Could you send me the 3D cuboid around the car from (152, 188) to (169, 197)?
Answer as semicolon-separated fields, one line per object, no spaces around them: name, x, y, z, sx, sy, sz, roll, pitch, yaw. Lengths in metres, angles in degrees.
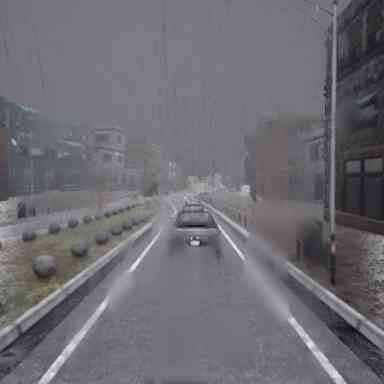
car;-5.665;0.077;59.680;2.128;1.511;4.902;1;2;15

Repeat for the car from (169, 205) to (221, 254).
car;0.099;1.488;13.539;2.128;1.511;4.902;0;0;0

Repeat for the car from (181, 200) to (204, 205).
car;0.073;1.485;30.161;2.128;1.511;4.902;0;0;-1
